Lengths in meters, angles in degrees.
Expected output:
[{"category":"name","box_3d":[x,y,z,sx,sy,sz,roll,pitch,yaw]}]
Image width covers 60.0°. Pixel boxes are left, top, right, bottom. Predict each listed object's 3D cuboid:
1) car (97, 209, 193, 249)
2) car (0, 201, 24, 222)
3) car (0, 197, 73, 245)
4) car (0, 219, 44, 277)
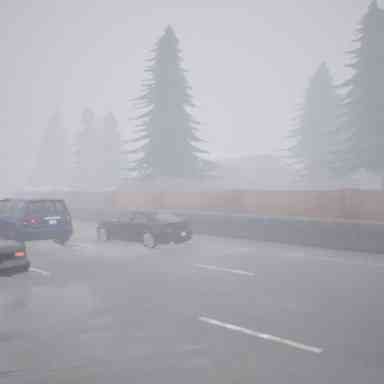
[{"category":"car","box_3d":[-2.231,1.515,14.815,5.008,1.535,1.882,0,0,40]},{"category":"car","box_3d":[-16.151,1.560,28.212,2.128,1.511,4.902,0,0,-42]},{"category":"car","box_3d":[-7.399,1.258,14.641,5.566,2.045,2.150,0,0,41]},{"category":"car","box_3d":[-6.458,1.570,9.193,5.357,1.411,2.033,0,0,40]}]
